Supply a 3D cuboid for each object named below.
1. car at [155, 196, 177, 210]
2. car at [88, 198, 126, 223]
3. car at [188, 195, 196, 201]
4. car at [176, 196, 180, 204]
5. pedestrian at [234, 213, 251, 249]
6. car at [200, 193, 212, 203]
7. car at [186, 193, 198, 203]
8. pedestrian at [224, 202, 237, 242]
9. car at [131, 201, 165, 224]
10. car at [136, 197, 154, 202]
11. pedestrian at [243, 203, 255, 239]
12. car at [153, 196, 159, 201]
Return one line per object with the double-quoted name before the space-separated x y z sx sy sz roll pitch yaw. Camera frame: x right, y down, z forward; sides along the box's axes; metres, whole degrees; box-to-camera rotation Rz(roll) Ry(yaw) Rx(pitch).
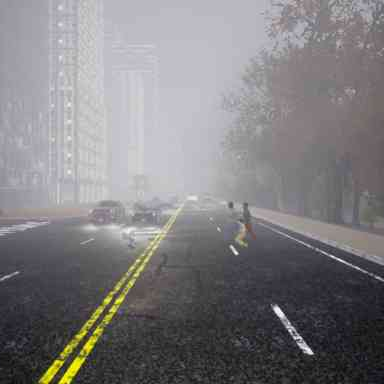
"car" -3.353 1.603 43.789 1.895 1.301 4.718 0 0 0
"car" -6.617 1.407 26.309 2.097 1.767 4.553 -1 1 0
"car" -0.005 1.433 80.124 2.033 1.411 5.357 0 0 0
"car" -3.314 1.511 62.499 1.837 1.490 4.892 0 0 0
"pedestrian" 1.979 1.572 13.040 0.375 1.300 0.375 0 0 0
"car" 3.244 1.526 69.730 2.128 1.511 4.902 0 0 0
"car" -0.004 1.226 69.760 2.150 2.045 5.566 0 0 0
"pedestrian" 1.711 1.292 14.236 0.375 1.860 0.375 0 0 0
"car" -3.359 1.642 25.246 1.895 1.301 4.718 0 0 0
"car" -6.603 1.603 44.598 1.895 1.301 4.718 0 0 0
"pedestrian" 2.241 1.292 13.637 0.375 1.860 0.375 0 0 0
"car" -6.572 1.511 61.339 1.837 1.490 4.892 0 0 0
